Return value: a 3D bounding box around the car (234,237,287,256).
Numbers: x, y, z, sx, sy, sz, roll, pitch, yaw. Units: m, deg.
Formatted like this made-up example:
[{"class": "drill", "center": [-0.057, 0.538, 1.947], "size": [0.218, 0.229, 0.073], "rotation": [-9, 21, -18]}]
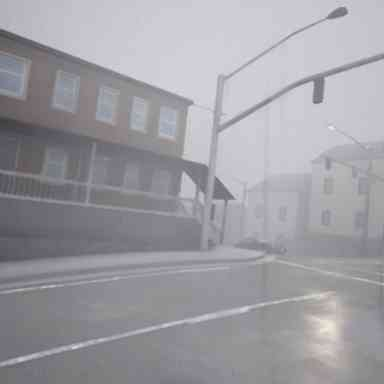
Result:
[{"class": "car", "center": [5.192, 4.284, 26.028], "size": [1.812, 1.442, 4.674], "rotation": [9, -14, -35]}]
